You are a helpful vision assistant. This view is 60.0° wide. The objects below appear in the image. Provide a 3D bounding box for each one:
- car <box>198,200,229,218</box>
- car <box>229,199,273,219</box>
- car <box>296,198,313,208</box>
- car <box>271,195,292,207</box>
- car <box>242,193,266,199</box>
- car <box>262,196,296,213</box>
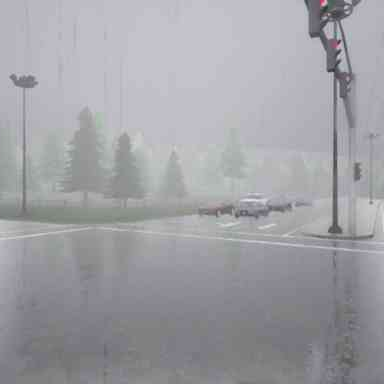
[{"bbox_3d":[2.339,1.464,30.800,1.882,1.535,5.008,0,0,30],"label":"car"},{"bbox_3d":[5.222,1.551,28.845,1.994,1.385,4.181,0,0,30],"label":"car"},{"bbox_3d":[16.309,1.540,48.379,1.994,1.385,4.181,0,0,30],"label":"car"},{"bbox_3d":[13.713,1.330,50.886,2.097,1.767,4.553,0,0,30],"label":"car"},{"bbox_3d":[7.388,1.200,39.724,2.150,2.045,5.566,0,1,29],"label":"car"},{"bbox_3d":[9.624,1.462,36.582,1.882,1.535,5.008,0,0,30],"label":"car"}]
